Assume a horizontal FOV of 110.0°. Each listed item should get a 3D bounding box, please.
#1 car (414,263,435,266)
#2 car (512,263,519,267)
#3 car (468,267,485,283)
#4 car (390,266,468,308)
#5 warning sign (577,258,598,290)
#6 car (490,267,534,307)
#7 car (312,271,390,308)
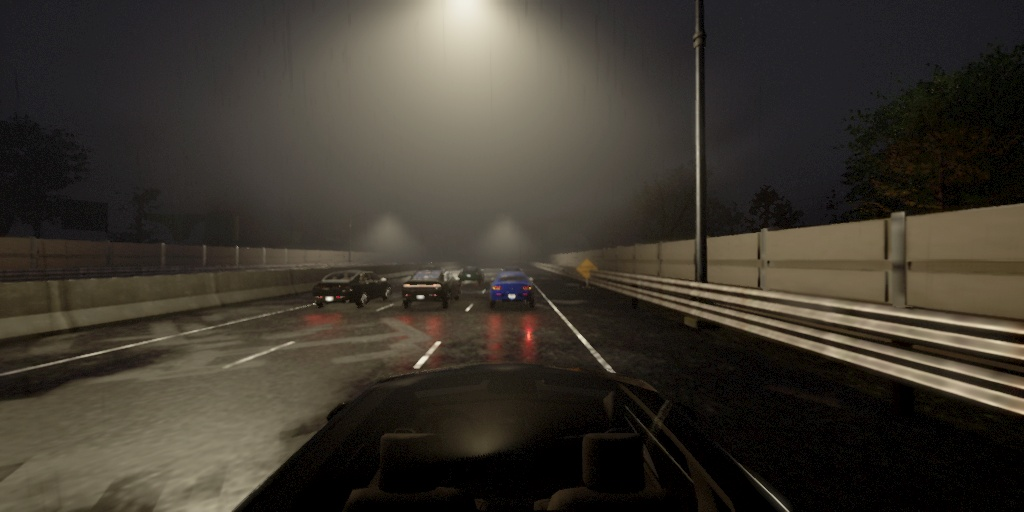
[{"bbox_3d":[-6.998,1.540,31.153,1.837,1.490,4.892,0,0,0],"label":"car"},{"bbox_3d":[0.002,1.596,31.153,1.994,1.385,4.181,0,0,0],"label":"car"},{"bbox_3d":[-3.498,1.596,31.153,1.994,1.385,4.181,0,0,0],"label":"car"},{"bbox_3d":[-3.497,1.381,16.160,2.128,1.511,4.902,0,0,0],"label":"car"},{"bbox_3d":[4.548,1.056,21.632,1.300,1.860,1.060,0,0,0],"label":"warning sign"},{"bbox_3d":[0.004,1.415,16.239,1.812,1.442,4.674,0,0,0],"label":"car"},{"bbox_3d":[-6.997,1.397,16.164,1.837,1.490,4.892,0,0,0],"label":"car"}]
